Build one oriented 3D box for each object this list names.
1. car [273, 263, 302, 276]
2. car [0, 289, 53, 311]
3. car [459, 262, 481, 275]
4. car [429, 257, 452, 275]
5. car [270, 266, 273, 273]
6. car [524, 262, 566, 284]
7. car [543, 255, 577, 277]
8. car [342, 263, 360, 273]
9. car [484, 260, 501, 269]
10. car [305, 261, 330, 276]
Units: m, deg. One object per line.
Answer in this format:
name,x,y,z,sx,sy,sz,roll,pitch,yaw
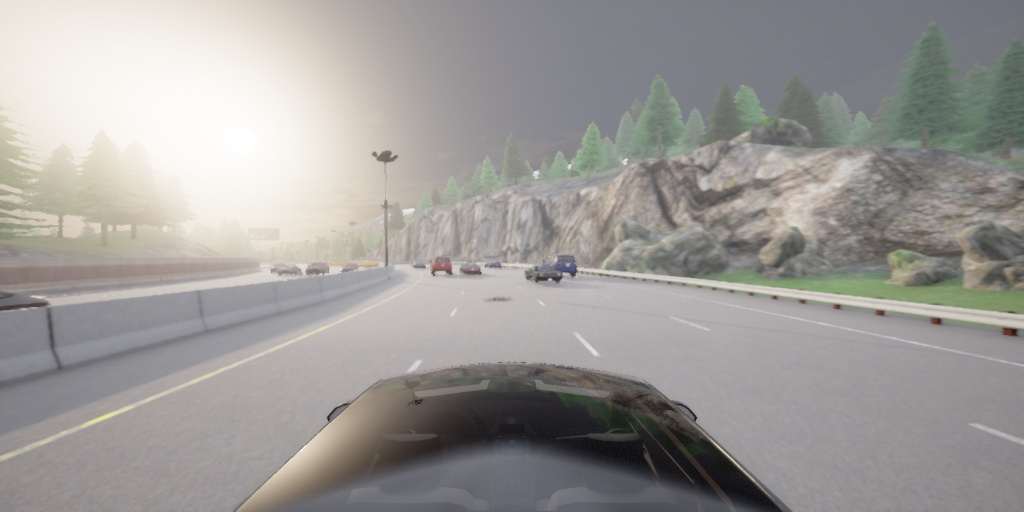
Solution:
car,-28.262,1.783,45.702,1.994,1.385,4.181,-1,0,-18
car,-14.319,1.498,8.596,1.812,1.442,4.674,-1,0,-3
car,-4.899,1.424,41.674,1.994,1.385,4.181,0,0,-16
car,-8.370,1.135,41.986,2.150,2.045,5.566,0,-1,-17
car,-35.424,1.833,54.763,1.837,1.490,4.892,-1,0,-23
car,2.237,1.342,27.080,1.895,1.301,4.718,-1,0,-10
car,4.285,0.938,33.852,2.150,2.045,5.566,0,0,-13
car,-21.870,1.674,48.779,2.033,1.411,5.357,-1,0,-18
car,-3.188,1.381,59.575,1.812,1.442,4.674,0,0,-21
car,-24.380,1.512,45.113,2.097,1.767,4.553,-1,0,-17
